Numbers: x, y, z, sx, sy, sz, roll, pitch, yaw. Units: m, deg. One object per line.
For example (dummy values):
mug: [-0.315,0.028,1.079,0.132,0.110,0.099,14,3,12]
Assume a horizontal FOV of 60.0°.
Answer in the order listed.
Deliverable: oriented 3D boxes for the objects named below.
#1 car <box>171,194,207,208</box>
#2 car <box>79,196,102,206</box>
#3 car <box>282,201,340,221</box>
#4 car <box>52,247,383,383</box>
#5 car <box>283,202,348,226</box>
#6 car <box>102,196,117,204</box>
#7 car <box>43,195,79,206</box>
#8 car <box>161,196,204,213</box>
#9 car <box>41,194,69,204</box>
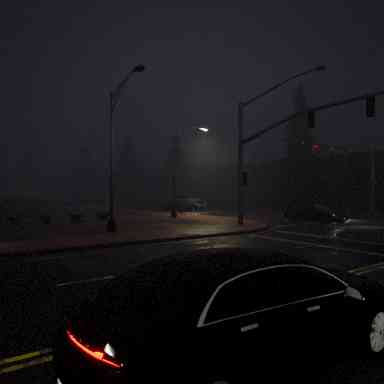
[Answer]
car: [-0.628,1.222,42.347,2.150,2.045,5.566,0,0,-43]
car: [-17.853,1.477,54.485,5.008,1.535,1.882,0,0,22]
car: [10.063,1.564,28.382,1.994,1.385,4.181,0,0,-38]
car: [0.813,1.505,4.378,4.892,1.490,1.837,0,0,-35]
car: [8.768,1.525,23.965,1.812,1.442,4.674,0,0,-35]
car: [-16.283,1.478,61.331,5.008,1.535,1.882,0,0,21]
car: [-20.949,1.548,51.975,5.357,1.411,2.033,0,0,19]
car: [-1.439,1.547,37.939,2.033,1.411,5.357,0,0,-38]
car: [-26.243,1.352,63.797,4.553,1.767,2.097,0,0,9]
